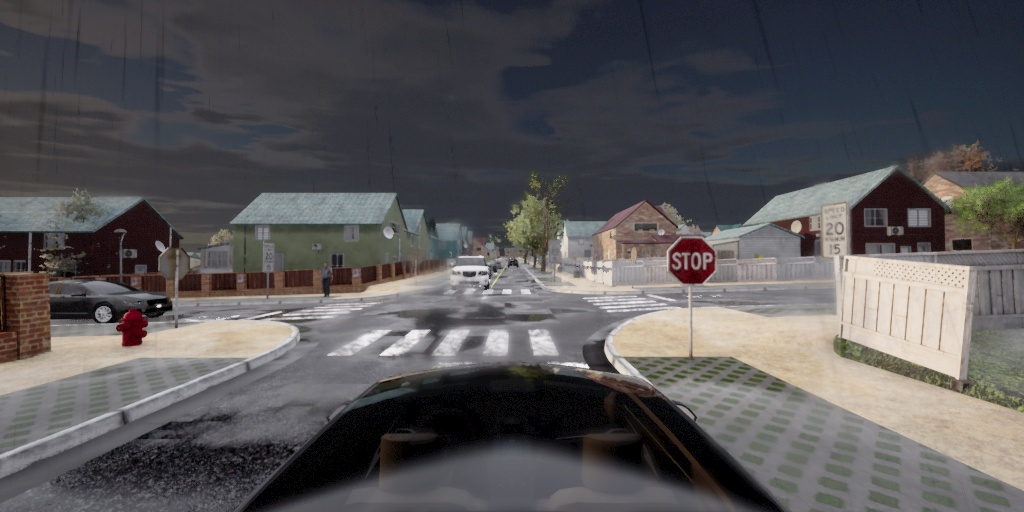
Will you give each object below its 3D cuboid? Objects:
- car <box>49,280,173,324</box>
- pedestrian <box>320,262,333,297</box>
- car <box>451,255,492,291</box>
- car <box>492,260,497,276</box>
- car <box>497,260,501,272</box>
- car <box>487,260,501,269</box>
[{"bbox_3d":[-15.004,1.602,12.766,4.892,1.490,1.837,-2,-1,0],"label":"car"},{"bbox_3d":[-9.662,1.213,18.654,0.375,1.860,0.375,0,0,0],"label":"pedestrian"},{"bbox_3d":[-2.523,0.976,22.369,2.150,2.045,5.566,0,0,-4],"label":"car"},{"bbox_3d":[-2.791,1.247,33.410,2.128,1.511,4.902,0,0,0],"label":"car"},{"bbox_3d":[-2.769,1.233,44.399,1.882,1.535,5.008,0,0,0],"label":"car"},{"bbox_3d":[-2.713,1.317,55.672,1.994,1.385,4.181,0,0,1],"label":"car"}]
